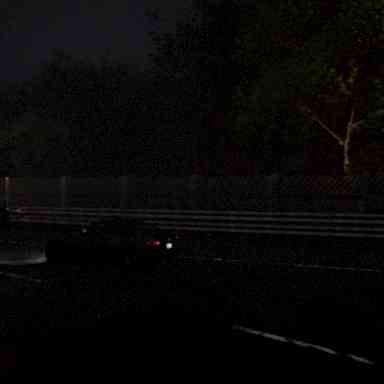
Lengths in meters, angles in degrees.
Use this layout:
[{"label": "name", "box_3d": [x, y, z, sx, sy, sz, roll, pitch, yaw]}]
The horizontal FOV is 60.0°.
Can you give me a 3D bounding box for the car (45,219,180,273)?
[{"label": "car", "box_3d": [-2.501, 1.542, 10.479, 4.181, 1.385, 1.994, 0, 0, 23]}]
